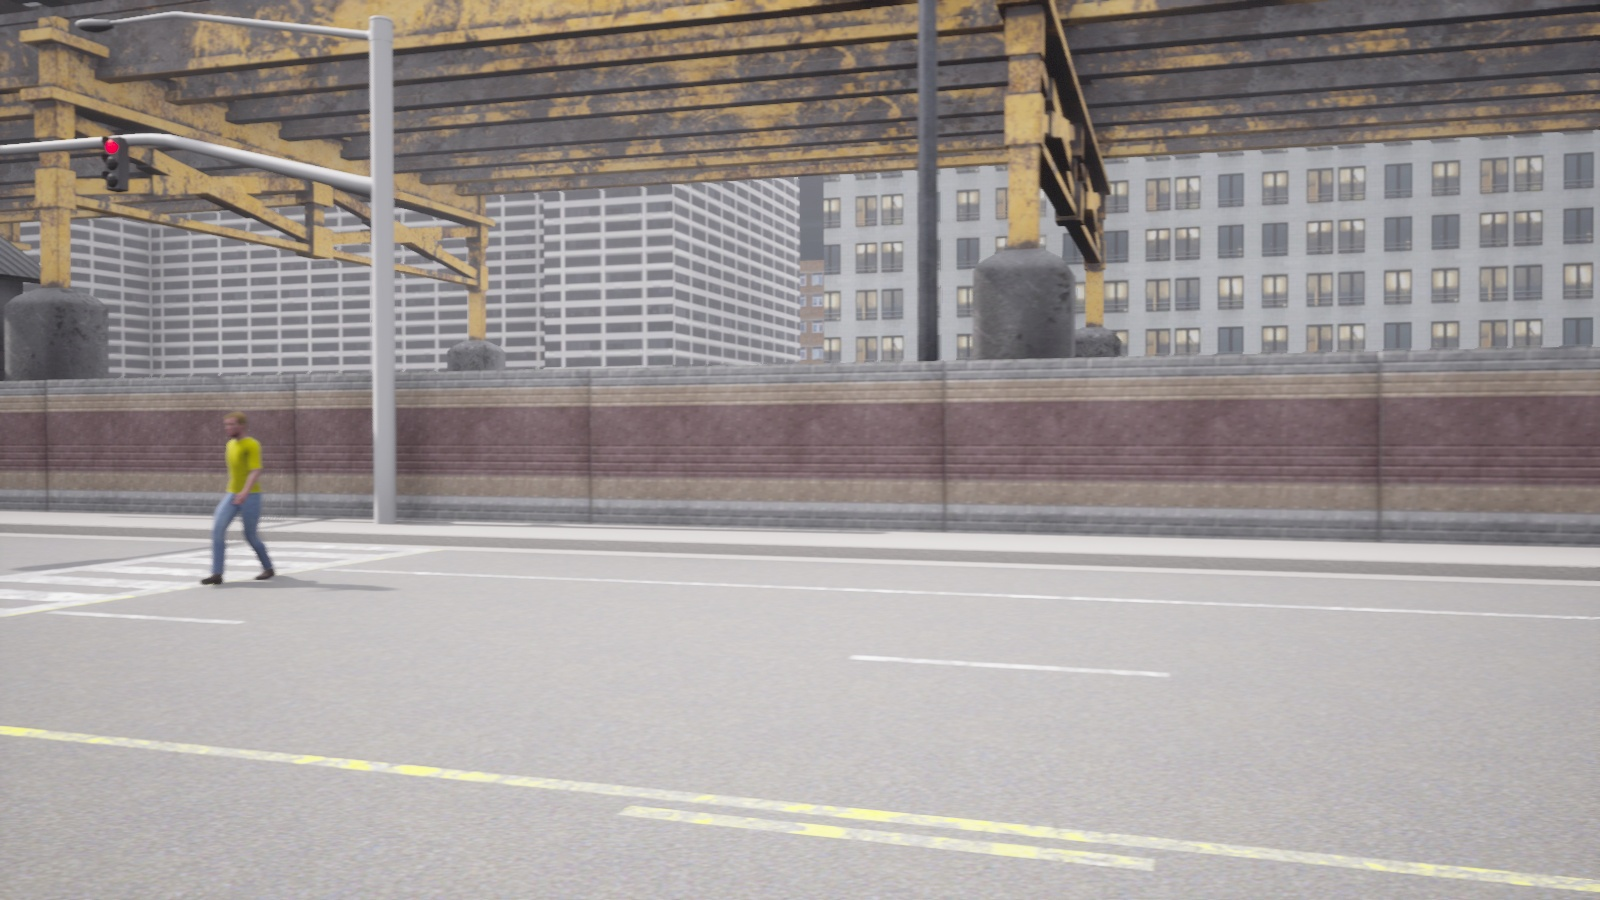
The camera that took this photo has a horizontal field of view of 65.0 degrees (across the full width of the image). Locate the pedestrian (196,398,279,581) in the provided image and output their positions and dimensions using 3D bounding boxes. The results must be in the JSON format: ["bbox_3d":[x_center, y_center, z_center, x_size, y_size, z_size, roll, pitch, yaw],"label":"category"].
[{"bbox_3d":[-5.803,0.393,12.974,0.354,1.836,0.706,1,1,27],"label":"pedestrian"}]
